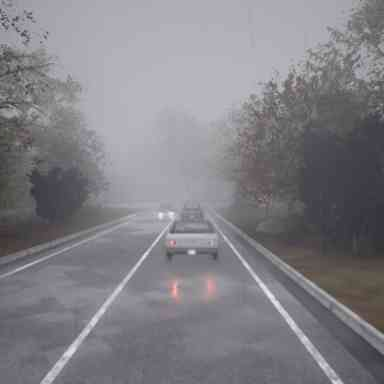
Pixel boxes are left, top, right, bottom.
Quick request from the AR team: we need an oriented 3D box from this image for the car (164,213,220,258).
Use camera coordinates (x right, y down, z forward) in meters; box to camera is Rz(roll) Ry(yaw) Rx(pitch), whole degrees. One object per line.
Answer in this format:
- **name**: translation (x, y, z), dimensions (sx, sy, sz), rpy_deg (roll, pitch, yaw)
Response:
- **car**: translation (0.016, 1.731, 13.245), dimensions (1.895, 1.301, 4.718), rpy_deg (0, -1, 0)

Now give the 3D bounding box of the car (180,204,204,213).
- **car**: translation (0.020, 1.768, 28.503), dimensions (2.128, 1.511, 4.902), rpy_deg (0, 0, 0)

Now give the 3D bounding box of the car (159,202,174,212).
- **car**: translation (-3.515, 2.051, 46.791), dimensions (1.895, 1.301, 4.718), rpy_deg (0, -1, 0)
